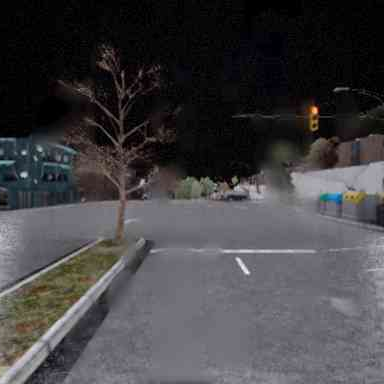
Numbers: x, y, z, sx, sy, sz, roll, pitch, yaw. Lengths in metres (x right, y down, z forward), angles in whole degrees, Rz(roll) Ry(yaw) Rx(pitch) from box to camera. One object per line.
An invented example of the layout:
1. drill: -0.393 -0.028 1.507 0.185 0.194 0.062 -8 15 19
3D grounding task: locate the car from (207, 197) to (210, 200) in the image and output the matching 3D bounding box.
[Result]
1. car: 7.952 1.274 93.893 5.566 2.045 2.435 1 -2 -20

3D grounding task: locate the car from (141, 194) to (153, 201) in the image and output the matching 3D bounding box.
1. car: -8.973 1.137 66.202 1.994 1.385 4.181 0 -1 0

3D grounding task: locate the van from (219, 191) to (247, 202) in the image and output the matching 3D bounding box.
1. van: 7.870 0.757 61.080 4.442 1.987 1.878 1 -1 -20

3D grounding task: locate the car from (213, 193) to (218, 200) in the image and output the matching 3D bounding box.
1. car: 7.789 1.123 69.987 5.366 1.575 1.946 1 -1 -20
